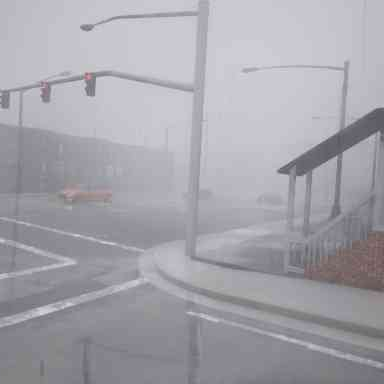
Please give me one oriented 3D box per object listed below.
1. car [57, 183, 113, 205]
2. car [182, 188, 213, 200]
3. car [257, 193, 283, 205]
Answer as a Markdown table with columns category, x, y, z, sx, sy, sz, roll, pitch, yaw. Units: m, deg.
| category | x | y | z | sx | sy | sz | roll | pitch | yaw |
| --- | --- | --- | --- | --- | --- | --- | --- | --- | --- |
| car | -8.752 | 0.078 | 27.502 | 2.097 | 1.767 | 4.553 | 5 | 3 | 36 |
| car | 0.783 | 0.220 | 40.764 | 2.128 | 1.511 | 4.902 | 5 | 3 | 36 |
| car | 9.610 | 0.780 | 40.773 | 1.994 | 1.385 | 4.181 | 5 | 3 | 36 |
